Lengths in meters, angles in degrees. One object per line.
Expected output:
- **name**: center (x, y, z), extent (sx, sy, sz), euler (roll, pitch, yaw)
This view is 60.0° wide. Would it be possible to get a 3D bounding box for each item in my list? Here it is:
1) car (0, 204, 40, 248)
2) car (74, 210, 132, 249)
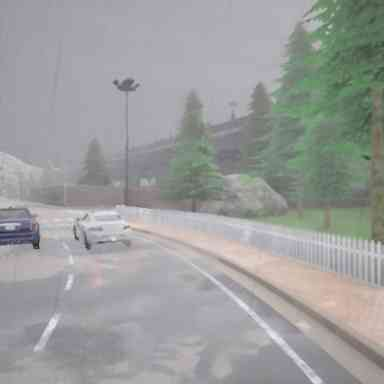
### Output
- **car**: center (-7.805, 1.378, 14.358), extent (2.097, 1.767, 4.553), euler (0, 0, -28)
- **car**: center (-3.986, 1.531, 14.585), extent (1.812, 1.442, 4.674), euler (0, 0, -27)
